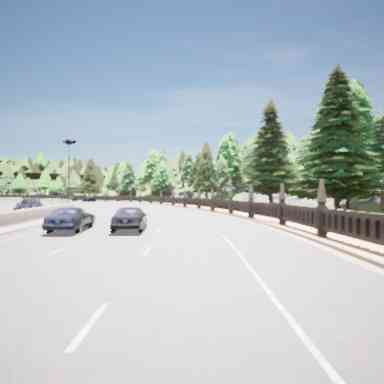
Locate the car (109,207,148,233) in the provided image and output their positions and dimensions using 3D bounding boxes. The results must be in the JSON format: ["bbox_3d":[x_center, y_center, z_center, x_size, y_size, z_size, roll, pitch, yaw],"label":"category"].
[{"bbox_3d":[-3.792,1.633,20.380,2.033,1.411,5.357,0,0,-4],"label":"car"}]

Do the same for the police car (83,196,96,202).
[{"bbox_3d":[-26.523,1.785,85.662,1.930,1.638,5.238,0,0,-41],"label":"police car"}]

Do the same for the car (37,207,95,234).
[{"bbox_3d":[-7.279,1.632,20.065,2.033,1.411,5.357,0,0,-4],"label":"car"}]

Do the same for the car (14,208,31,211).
[{"bbox_3d":[-16.824,1.497,34.533,2.097,1.767,4.553,0,0,-14],"label":"car"}]
